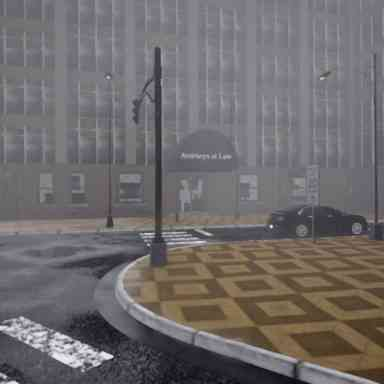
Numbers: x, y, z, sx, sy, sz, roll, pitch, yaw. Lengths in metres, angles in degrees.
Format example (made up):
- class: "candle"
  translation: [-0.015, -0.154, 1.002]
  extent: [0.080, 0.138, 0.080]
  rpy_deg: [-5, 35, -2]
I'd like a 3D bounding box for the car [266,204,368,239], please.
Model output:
- class: "car"
  translation: [6.012, 1.324, 15.951]
  extent: [4.892, 1.490, 1.837]
  rpy_deg: [0, 0, -14]
